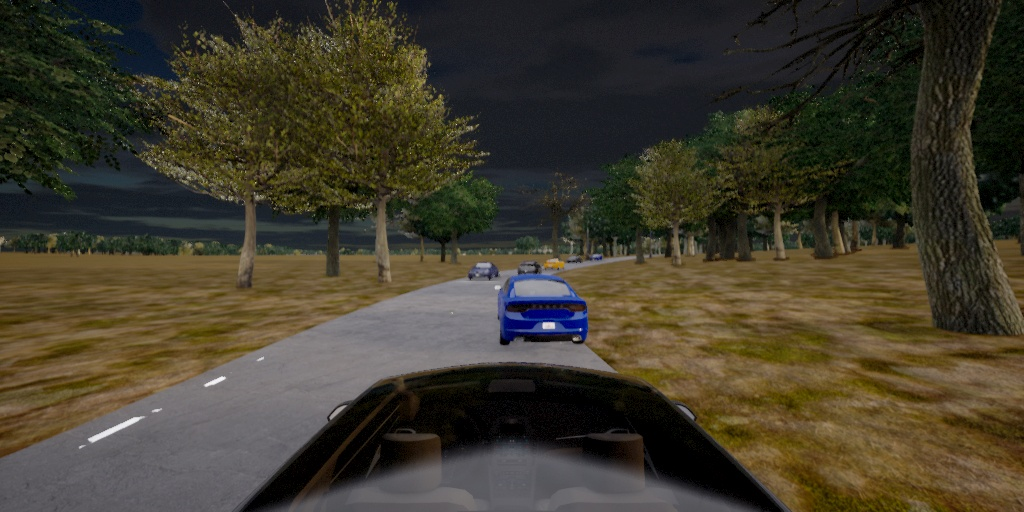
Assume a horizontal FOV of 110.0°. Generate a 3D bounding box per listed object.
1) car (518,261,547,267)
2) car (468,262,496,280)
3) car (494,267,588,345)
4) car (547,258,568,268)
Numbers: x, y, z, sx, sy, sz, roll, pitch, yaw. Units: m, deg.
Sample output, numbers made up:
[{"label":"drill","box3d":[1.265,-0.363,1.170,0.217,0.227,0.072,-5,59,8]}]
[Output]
[{"label":"car","box3d":[1.811,1.187,34.989,2.128,1.511,4.902,0,0,12]},{"label":"car","box3d":[-2.328,1.232,30.345,1.812,1.442,4.674,0,0,9]},{"label":"car","box3d":[0.577,1.216,9.513,1.882,1.535,5.008,0,0,-3]},{"label":"car","box3d":[5.775,1.078,48.374,1.882,1.535,5.008,0,1,21]}]
